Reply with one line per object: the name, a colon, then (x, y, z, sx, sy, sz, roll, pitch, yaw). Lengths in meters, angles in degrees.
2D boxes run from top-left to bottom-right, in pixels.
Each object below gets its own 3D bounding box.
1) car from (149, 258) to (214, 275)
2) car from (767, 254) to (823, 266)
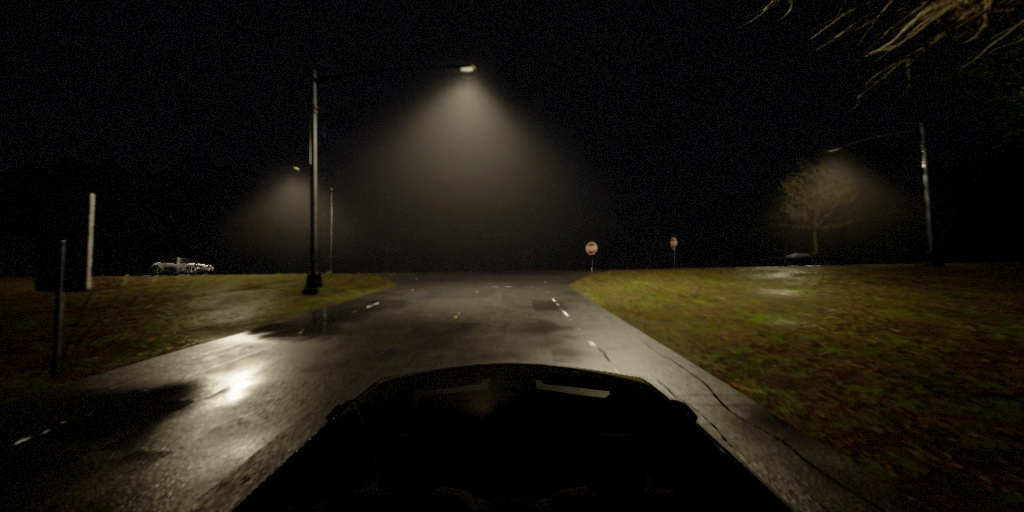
car: (-28.146, 0.892, 30.579, 4.674, 1.442, 1.812, -1, -2, 1)
car: (29.865, 0.412, 37.975, 4.718, 1.301, 1.895, -1, -2, -1)
